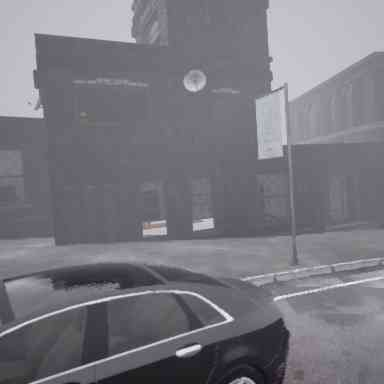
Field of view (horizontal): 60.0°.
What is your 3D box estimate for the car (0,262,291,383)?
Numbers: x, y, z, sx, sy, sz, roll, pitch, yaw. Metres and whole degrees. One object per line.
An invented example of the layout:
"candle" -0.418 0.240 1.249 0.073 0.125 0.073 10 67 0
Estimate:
"car" -1.265 1.503 2.884 4.892 1.490 1.837 0 0 -33
